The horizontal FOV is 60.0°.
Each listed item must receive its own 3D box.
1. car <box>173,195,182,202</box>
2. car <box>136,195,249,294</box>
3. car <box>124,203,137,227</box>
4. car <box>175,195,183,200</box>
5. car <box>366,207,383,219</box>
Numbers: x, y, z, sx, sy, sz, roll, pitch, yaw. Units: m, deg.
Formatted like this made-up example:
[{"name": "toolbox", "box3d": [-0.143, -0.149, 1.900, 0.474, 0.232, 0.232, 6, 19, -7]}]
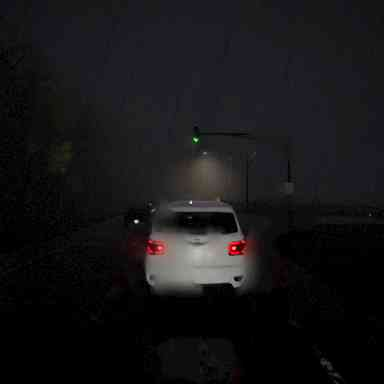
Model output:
[{"name": "car", "box3d": [-3.490, 1.527, 81.167, 2.128, 1.511, 4.902, 0, 0, 0]}, {"name": "car", "box3d": [0.105, 1.227, 8.910, 2.150, 2.045, 5.566, 0, 0, 0]}, {"name": "car", "box3d": [-3.397, 1.513, 22.736, 1.837, 1.490, 4.892, 0, 1, 0]}, {"name": "car", "box3d": [-3.491, 1.553, 91.613, 1.994, 1.385, 4.181, 0, 0, 0]}, {"name": "car", "box3d": [19.296, 1.816, 31.081, 5.357, 1.411, 2.033, 1, -1, 0]}]
